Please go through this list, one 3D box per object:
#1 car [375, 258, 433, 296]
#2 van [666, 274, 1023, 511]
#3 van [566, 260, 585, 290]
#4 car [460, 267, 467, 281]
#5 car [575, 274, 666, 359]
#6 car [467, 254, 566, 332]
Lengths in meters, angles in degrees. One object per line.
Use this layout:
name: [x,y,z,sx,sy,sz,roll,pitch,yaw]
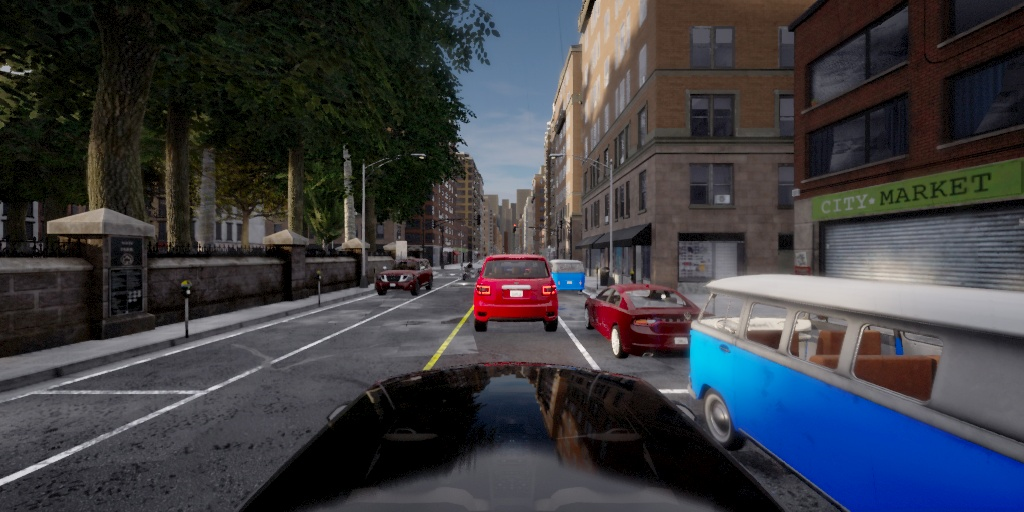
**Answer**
car: [-5.671,1.059,19.557,2.192,1.841,5.009,0,0,0]
van: [2.856,1.091,2.616,1.690,1.789,3.998,0,0,0]
van: [2.854,1.085,19.598,1.690,1.789,3.998,0,0,0]
car: [-3.005,1.290,30.055,1.812,1.442,4.674,0,0,0]
car: [2.855,1.294,8.277,1.888,1.381,4.507,0,0,0]
car: [0.096,0.970,11.036,2.150,2.045,5.566,0,0,0]
